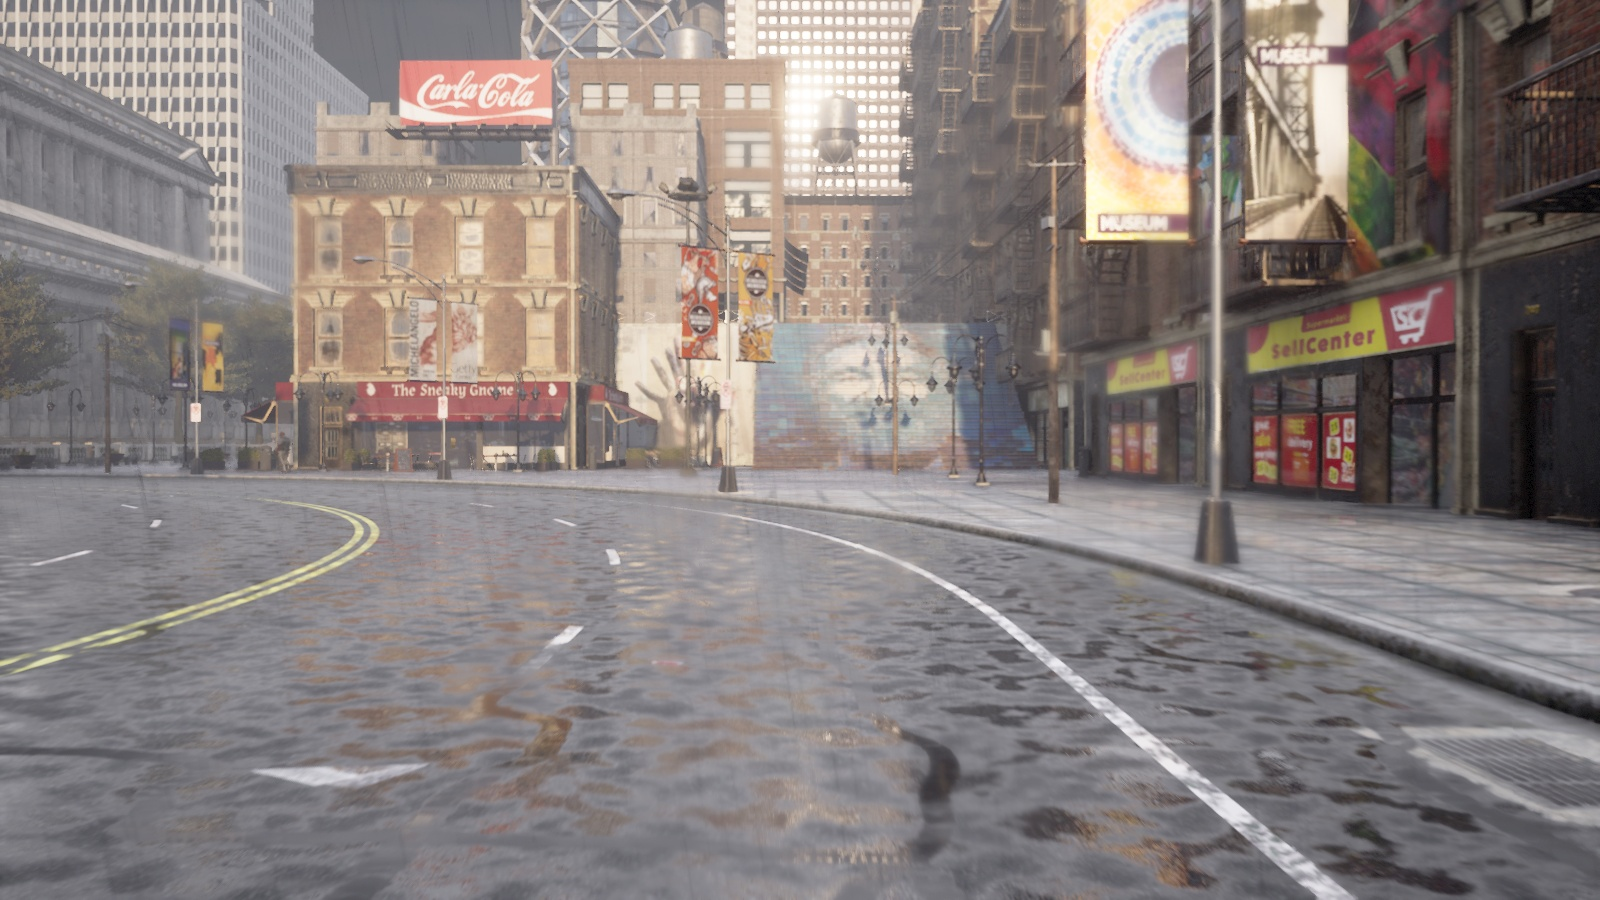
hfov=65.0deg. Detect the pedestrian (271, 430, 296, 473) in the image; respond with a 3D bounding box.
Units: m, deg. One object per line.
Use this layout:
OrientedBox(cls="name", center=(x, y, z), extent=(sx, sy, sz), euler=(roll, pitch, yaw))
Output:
OrientedBox(cls="pedestrian", center=(-22.603, 0.048, 54.978), extent=(0.849, 1.883, 0.563), euler=(0, 0, 16))
